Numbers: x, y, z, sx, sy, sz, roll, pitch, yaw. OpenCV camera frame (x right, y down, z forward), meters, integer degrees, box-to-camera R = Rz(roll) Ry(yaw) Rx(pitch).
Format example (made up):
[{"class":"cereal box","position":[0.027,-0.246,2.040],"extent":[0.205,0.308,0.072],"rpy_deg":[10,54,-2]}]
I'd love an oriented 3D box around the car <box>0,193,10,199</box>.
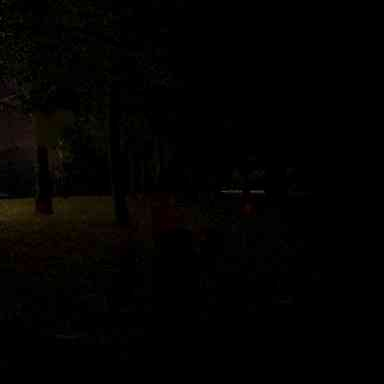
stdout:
[{"class":"car","position":[-32.232,0.690,53.272],"extent":[2.033,1.411,5.357],"rpy_deg":[-3,0,34]}]
